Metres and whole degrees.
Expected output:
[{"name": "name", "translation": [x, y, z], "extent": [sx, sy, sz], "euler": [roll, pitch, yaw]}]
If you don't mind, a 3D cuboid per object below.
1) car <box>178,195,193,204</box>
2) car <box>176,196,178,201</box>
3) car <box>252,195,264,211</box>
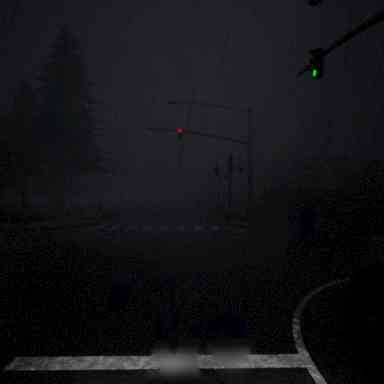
[{"name": "car", "translation": [-0.909, 1.516, 60.877], "extent": [2.033, 1.411, 5.357], "euler": [0, 0, -7]}, {"name": "car", "translation": [-2.202, 1.325, 71.061], "extent": [1.812, 1.442, 4.674], "euler": [0, 0, -13]}, {"name": "car", "translation": [8.866, 1.143, 36.257], "extent": [4.605, 1.855, 1.932], "euler": [0, 0, -1]}]
